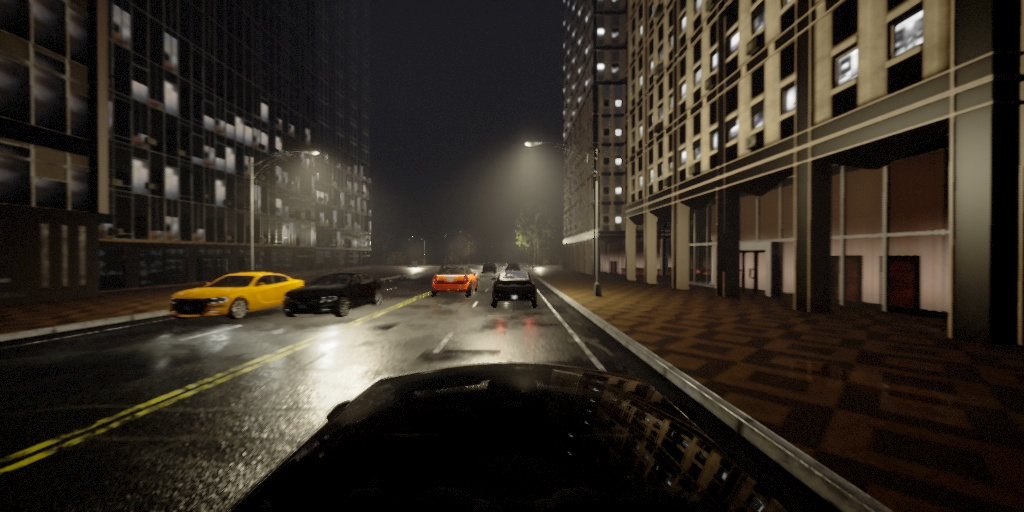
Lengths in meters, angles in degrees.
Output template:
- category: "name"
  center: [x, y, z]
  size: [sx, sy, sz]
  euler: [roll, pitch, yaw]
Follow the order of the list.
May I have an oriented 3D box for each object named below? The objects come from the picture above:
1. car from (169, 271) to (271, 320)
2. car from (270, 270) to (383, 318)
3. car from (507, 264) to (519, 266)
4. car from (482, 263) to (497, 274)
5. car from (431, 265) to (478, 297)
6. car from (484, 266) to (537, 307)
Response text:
- category: "car"
  center: [-9.851, 1.345, 13.375]
  size: [1.882, 1.535, 5.008]
  euler: [0, -1, 0]
- category: "car"
  center: [-6.602, 1.350, 13.796]
  size: [1.882, 1.535, 5.008]
  euler: [0, -1, 0]
- category: "car"
  center: [0.087, 1.673, 44.209]
  size: [1.837, 1.490, 4.892]
  euler: [0, -1, 0]
- category: "car"
  center: [-3.165, 1.713, 51.314]
  size: [1.882, 1.535, 5.008]
  euler: [0, 0, 0]
- category: "car"
  center: [-3.156, 1.291, 20.551]
  size: [2.097, 1.767, 4.553]
  euler: [0, -1, 0]
- category: "car"
  center: [0.097, 1.389, 16.225]
  size: [2.128, 1.511, 4.902]
  euler: [0, 0, 0]
